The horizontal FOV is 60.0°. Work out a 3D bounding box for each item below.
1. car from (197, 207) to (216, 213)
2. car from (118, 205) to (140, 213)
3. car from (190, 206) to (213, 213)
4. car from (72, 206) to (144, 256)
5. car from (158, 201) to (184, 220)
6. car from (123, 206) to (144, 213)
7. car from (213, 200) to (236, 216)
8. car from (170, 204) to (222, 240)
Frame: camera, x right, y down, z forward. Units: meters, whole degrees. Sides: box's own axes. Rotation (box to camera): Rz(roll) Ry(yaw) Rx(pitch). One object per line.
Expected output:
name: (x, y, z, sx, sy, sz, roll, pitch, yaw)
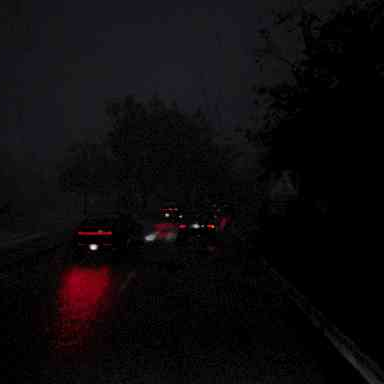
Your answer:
car: (3.448, 4.409, 79.914, 4.181, 1.385, 1.994, -2, -4, 28)
car: (-14.728, 4.065, 77.523, 4.553, 1.767, 2.097, 2, -4, -27)
car: (2.108, 4.154, 76.948, 5.008, 1.535, 1.882, -2, -4, 28)
car: (-3.095, 1.511, 13.051, 1.837, 1.490, 4.892, 0, 0, 1)
car: (-1.447, 1.528, 27.971, 1.837, 1.490, 4.892, -1, 0, 11)
car: (-14.298, 4.287, 81.180, 4.553, 1.767, 2.097, 1, -4, -22)
car: (3.176, 1.562, 33.076, 2.128, 1.511, 4.902, -1, -2, 16)
car: (0.309, 1.551, 17.062, 2.033, 1.411, 5.357, 0, 0, 3)
